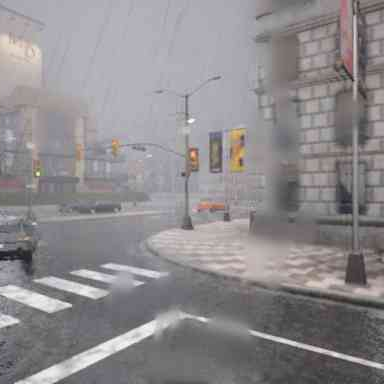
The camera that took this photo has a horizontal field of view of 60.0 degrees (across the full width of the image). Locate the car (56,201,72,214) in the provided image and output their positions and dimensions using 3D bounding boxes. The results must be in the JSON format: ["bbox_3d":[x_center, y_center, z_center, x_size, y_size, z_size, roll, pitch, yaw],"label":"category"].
[{"bbox_3d":[-12.788,1.588,37.388,2.128,1.511,4.902,0,0,36],"label":"car"}]

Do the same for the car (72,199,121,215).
[{"bbox_3d":[-9.839,1.564,35.500,1.882,1.535,5.008,0,0,36],"label":"car"}]

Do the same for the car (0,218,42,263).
[{"bbox_3d":[-6.552,1.600,11.776,1.994,1.385,4.181,0,0,-22],"label":"car"}]

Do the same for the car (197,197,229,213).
[{"bbox_3d":[2.519,1.413,38.623,2.097,1.767,4.553,0,0,36],"label":"car"}]
